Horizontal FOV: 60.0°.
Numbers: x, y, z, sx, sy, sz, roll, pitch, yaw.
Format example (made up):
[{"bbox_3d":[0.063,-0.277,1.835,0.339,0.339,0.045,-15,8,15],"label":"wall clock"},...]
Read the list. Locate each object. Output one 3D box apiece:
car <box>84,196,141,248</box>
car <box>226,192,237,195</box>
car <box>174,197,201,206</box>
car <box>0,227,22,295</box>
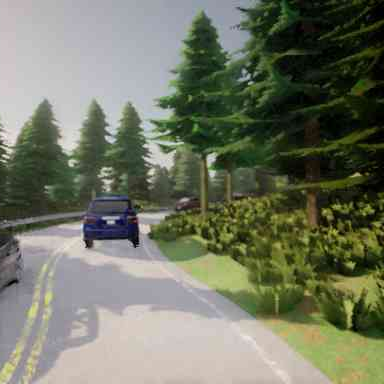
[{"bbox_3d":[-3.523,1.203,15.062,2.150,2.045,5.566,-1,1,-11],"label":"car"},{"bbox_3d":[5.837,0.870,48.386,2.097,1.767,4.553,-4,-1,36],"label":"car"},{"bbox_3d":[-0.082,1.246,33.385,1.812,1.442,4.674,-4,0,29],"label":"car"},{"bbox_3d":[-4.681,1.483,6.515,1.837,1.490,4.892,1,0,-17],"label":"car"}]
